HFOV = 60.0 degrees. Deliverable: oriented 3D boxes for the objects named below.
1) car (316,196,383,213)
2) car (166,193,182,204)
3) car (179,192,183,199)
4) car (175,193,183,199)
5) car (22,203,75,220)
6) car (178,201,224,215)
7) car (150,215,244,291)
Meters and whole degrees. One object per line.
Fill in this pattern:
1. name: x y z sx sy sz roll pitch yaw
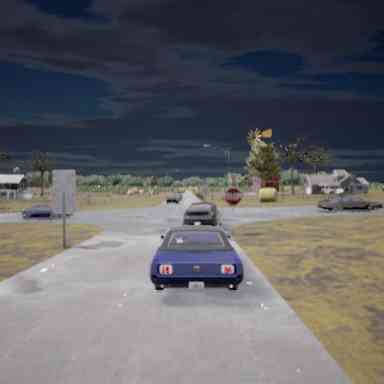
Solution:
1. car: 13.839 1.017 29.298 5.357 1.411 2.033 -1 2 0
2. car: -3.027 1.239 51.852 1.895 1.301 4.718 0 0 -1
3. car: -3.074 1.087 61.136 1.837 1.490 4.892 0 1 0
4. car: -3.206 0.901 84.374 1.837 1.490 4.892 0 0 0
5. car: -12.356 1.615 28.650 4.181 1.385 1.994 -1 1 9
6. car: 0.731 1.359 19.564 1.837 1.490 4.892 0 1 10
7. car: 0.094 1.533 8.768 1.895 1.301 4.718 0 0 0
